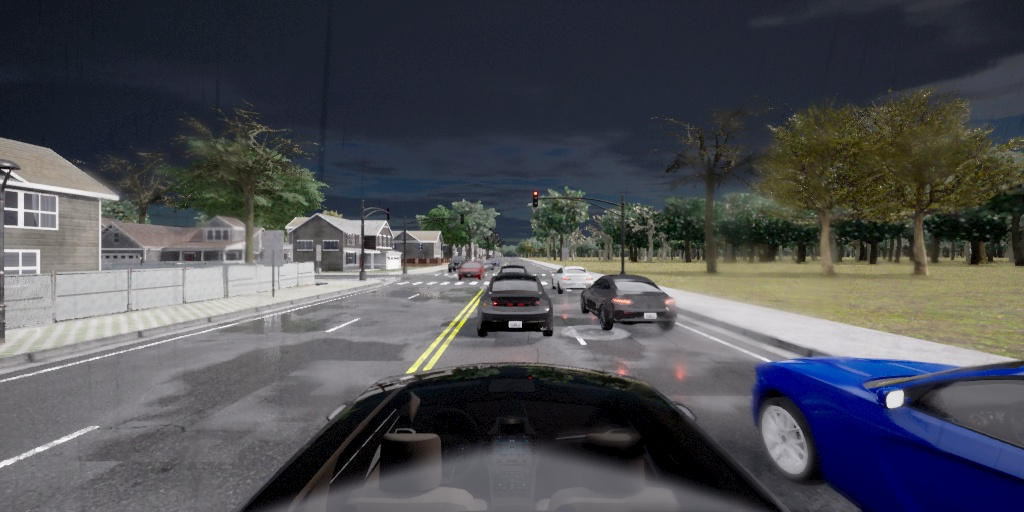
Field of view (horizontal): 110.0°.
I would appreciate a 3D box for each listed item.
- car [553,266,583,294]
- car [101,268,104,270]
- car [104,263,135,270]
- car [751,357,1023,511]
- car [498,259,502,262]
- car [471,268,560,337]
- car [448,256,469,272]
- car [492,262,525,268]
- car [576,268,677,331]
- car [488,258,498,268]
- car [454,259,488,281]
[{"bbox_3d":[3.327,1.276,20.035,1.812,1.442,4.674,0,0,0],"label":"car"},{"bbox_3d":[-38.715,1.415,30.849,4.718,1.301,1.895,0,0,0],"label":"car"},{"bbox_3d":[-36.634,1.335,33.775,4.674,1.442,1.812,0,0,0],"label":"car"},{"bbox_3d":[3.350,1.228,1.615,1.882,1.535,5.008,0,0,0],"label":"car"},{"bbox_3d":[-3.247,1.077,64.142,2.097,1.767,4.553,0,0,0],"label":"car"},{"bbox_3d":[0.091,1.255,10.293,1.837,1.490,4.892,0,0,0],"label":"car"},{"bbox_3d":[-6.557,0.964,45.088,2.150,2.045,5.566,0,0,0],"label":"car"},{"bbox_3d":[0.074,1.255,19.709,1.837,1.490,4.892,0,0,0],"label":"car"},{"bbox_3d":[3.342,1.276,10.930,1.812,1.442,4.674,0,0,0],"label":"car"},{"bbox_3d":[-3.302,1.231,47.309,2.128,1.511,4.902,0,0,0],"label":"car"},{"bbox_3d":[-3.321,1.227,30.124,1.882,1.535,5.008,0,0,0],"label":"car"}]
